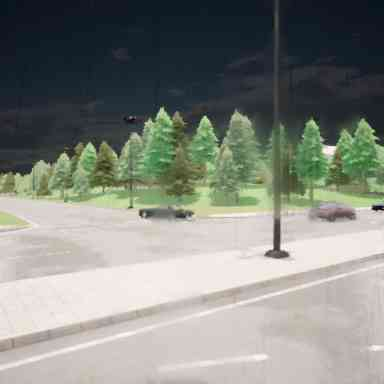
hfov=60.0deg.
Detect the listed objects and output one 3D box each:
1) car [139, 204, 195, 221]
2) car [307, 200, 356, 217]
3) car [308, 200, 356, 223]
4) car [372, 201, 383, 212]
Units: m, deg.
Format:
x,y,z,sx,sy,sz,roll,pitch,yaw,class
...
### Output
x,y,z,sx,sy,sz,roll,pitch,yaw,class
-2.168,1.664,27.562,4.718,1.301,1.895,0,0,34,car
13.641,1.560,32.462,4.902,1.511,2.128,0,0,-35,car
11.280,1.581,26.521,4.674,1.442,1.812,0,0,-35,car
22.930,1.679,38.756,4.718,1.301,1.895,0,0,-34,car
